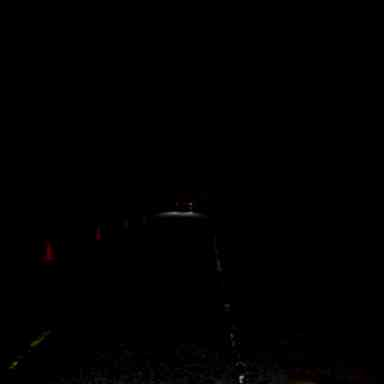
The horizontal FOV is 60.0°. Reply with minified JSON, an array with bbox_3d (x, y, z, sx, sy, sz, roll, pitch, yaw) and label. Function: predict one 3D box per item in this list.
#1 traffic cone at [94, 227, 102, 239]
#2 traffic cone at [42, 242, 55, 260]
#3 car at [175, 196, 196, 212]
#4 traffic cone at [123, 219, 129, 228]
[{"bbox_3d":[-4.583,1.989,16.298,0.340,0.580,0.340,0,0,3],"label":"traffic cone"},{"bbox_3d":[-4.844,1.977,11.258,0.340,0.580,0.340,0,0,2],"label":"traffic cone"},{"bbox_3d":[-0.745,1.443,41.081,2.097,1.767,4.553,0,0,7],"label":"car"},{"bbox_3d":[-4.235,2.000,21.333,0.340,0.580,0.340,0,0,4],"label":"traffic cone"}]
